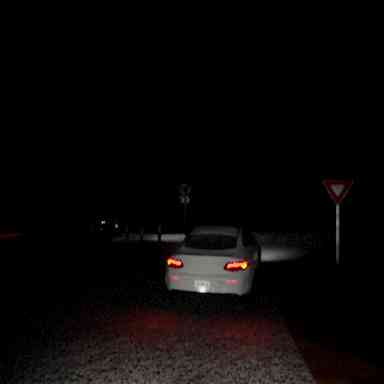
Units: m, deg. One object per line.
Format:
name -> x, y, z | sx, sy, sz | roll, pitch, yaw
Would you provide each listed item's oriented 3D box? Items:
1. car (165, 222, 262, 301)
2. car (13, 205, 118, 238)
car -> 0.691, 1.474, 8.212 | 1.812, 1.442, 4.674 | 0, 0, 13
car -> -6.123, 1.391, 16.317 | 4.902, 1.511, 2.128 | 0, 0, 4
